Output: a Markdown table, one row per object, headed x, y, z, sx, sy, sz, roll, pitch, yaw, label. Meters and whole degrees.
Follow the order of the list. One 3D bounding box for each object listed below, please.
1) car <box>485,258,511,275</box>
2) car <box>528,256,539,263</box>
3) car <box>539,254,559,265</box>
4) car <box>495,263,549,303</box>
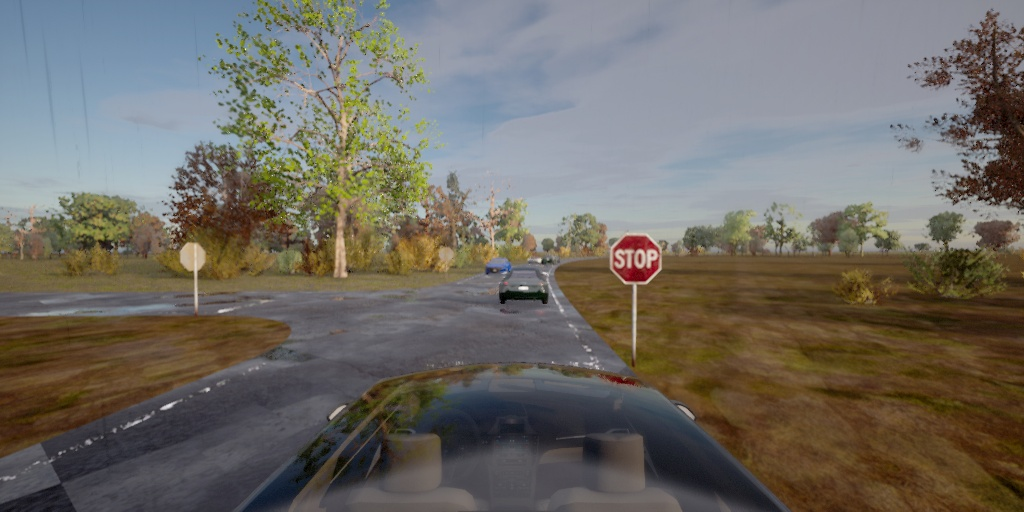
| x | y | z | sx | sy | sz | roll | pitch | yaw | label |
| --- | --- | --- | --- | --- | --- | --- | --- | --- | --- |
| -1.200 | 0.920 | 32.997 | 1.882 | 1.535 | 5.008 | 0 | 1 | 6 | car |
| 3.958 | 0.736 | 63.408 | 1.895 | 1.301 | 4.718 | 0 | 1 | 12 | car |
| 6.109 | 0.536 | 58.715 | 2.097 | 1.767 | 4.553 | 0 | 1 | 12 | car |
| 0.550 | 1.178 | 15.656 | 1.994 | 1.385 | 4.181 | 0 | 1 | 3 | car |
